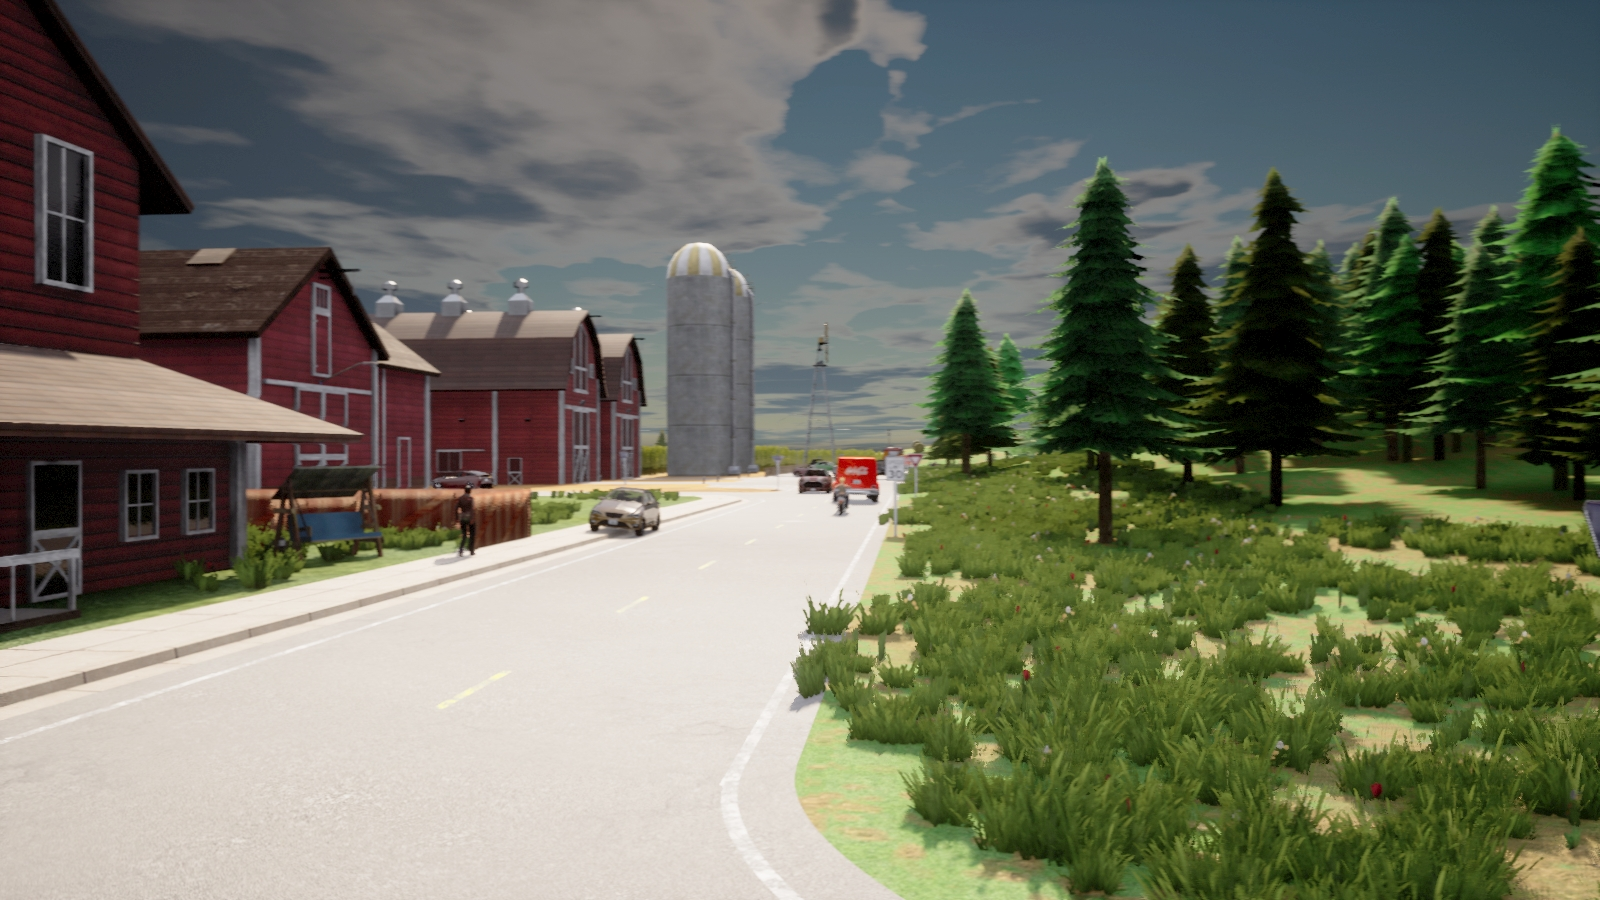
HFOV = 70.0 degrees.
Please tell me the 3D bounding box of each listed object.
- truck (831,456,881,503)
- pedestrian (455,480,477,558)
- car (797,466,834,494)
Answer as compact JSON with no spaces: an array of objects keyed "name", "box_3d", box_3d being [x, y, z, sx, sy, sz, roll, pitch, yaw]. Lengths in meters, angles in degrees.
[{"name":"truck","box_3d":[3.116,1.616,64.763,2.627,2.467,5.204,1,0,1]},{"name":"pedestrian","box_3d":[-8.136,1.678,27.853,0.375,1.860,0.375,0,0,9]},{"name":"car","box_3d":[1.083,2.015,77.235,2.097,1.767,4.553,0,0,6]}]
